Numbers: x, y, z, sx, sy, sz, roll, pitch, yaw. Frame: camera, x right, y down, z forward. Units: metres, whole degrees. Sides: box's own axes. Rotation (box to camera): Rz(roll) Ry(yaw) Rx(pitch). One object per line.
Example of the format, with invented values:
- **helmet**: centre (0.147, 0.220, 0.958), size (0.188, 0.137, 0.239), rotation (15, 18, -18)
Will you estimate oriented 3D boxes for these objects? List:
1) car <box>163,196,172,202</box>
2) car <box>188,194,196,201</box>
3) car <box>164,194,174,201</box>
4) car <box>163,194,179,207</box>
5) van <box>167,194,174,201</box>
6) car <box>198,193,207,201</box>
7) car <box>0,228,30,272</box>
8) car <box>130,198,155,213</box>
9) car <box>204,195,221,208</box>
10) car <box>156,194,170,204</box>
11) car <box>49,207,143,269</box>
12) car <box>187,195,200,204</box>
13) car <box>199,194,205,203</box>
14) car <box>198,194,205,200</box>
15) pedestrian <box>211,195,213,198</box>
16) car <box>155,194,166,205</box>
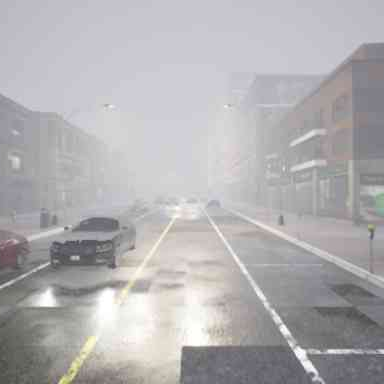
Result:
- **car**: centre (-5.681, 1.593, 76.656), size (1.802, 1.307, 4.206), rotation (1, 0, 0)
- **car**: centre (0.005, 1.380, 81.413), size (1.882, 1.535, 5.008), rotation (0, 0, 0)
- **car**: centre (-5.654, 1.329, 82.342), size (2.192, 1.841, 5.009), rotation (1, 0, 0)
- **car**: centre (-3.057, 1.530, 52.600), size (1.812, 1.442, 4.674), rotation (0, 0, 0)
- **van**: centre (-5.638, 1.357, 88.029), size (1.690, 1.788, 3.998), rotation (1, 0, 0)
- **car**: centre (2.712, 1.330, 88.089), size (2.192, 1.841, 5.009), rotation (1, 0, 0)
- **car**: centre (-5.677, 1.582, 8.415), size (1.802, 1.307, 4.206), rotation (1, 0, 0)
- **car**: centre (-5.673, 1.442, 36.848), size (1.967, 1.590, 4.097), rotation (1, 0, 0)
- **car**: centre (3.002, 1.529, 46.912), size (1.812, 1.442, 4.674), rotation (0, 0, 0)
- **car**: centre (-5.669, 1.323, 65.282), size (2.192, 1.841, 5.009), rotation (1, 0, 0)
- **car**: centre (-3.099, 1.478, 11.351), size (1.882, 1.535, 5.008), rotation (0, 0, 0)
- **car**: centre (0.003, 1.573, 61.493), size (1.994, 1.385, 4.181), rotation (0, 0, 0)
- **car**: centre (2.707, 1.554, 71.029), size (1.887, 1.381, 4.507), rotation (1, 0, 0)
- **car**: centre (2.711, 1.458, 93.775), size (1.967, 1.590, 4.097), rotation (1, 0, 0)
- **pedestrian**: centre (3.002, 1.297, 49.767), size (0.375, 1.860, 0.375), rotation (1, -1, 0)
- **car**: centre (-5.674, 1.572, 59.595), size (1.947, 1.339, 4.313), rotation (1, 0, 0)
